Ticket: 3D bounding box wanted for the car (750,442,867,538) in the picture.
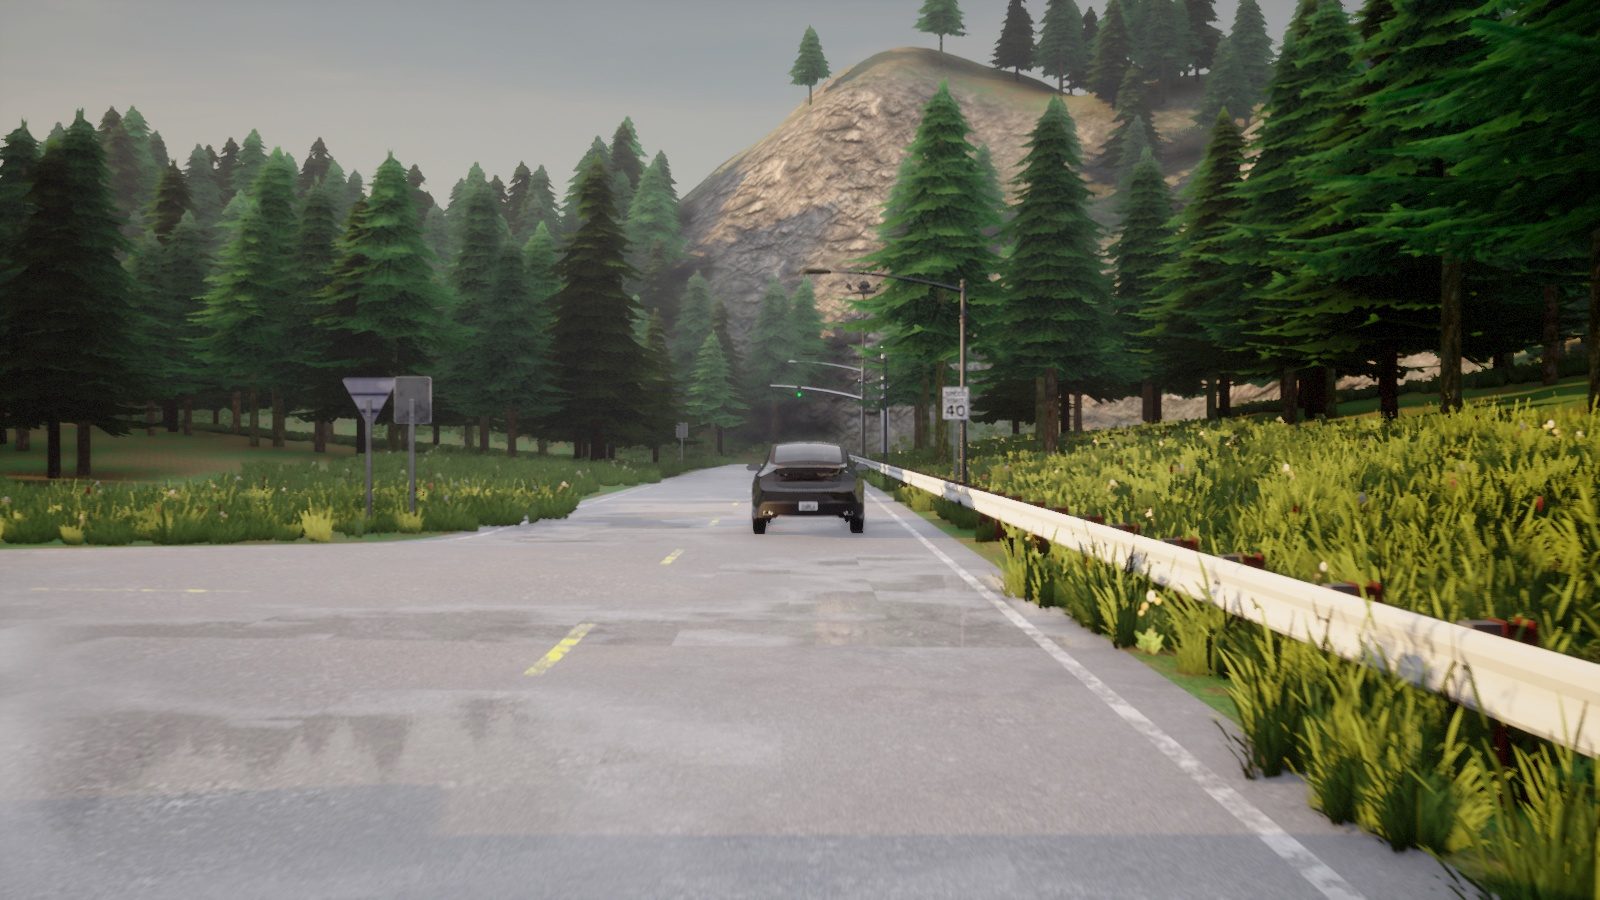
[{"bbox_3d":[0.141,0.611,22.145,1.837,1.490,4.892,0,0,0],"label":"car"}]
